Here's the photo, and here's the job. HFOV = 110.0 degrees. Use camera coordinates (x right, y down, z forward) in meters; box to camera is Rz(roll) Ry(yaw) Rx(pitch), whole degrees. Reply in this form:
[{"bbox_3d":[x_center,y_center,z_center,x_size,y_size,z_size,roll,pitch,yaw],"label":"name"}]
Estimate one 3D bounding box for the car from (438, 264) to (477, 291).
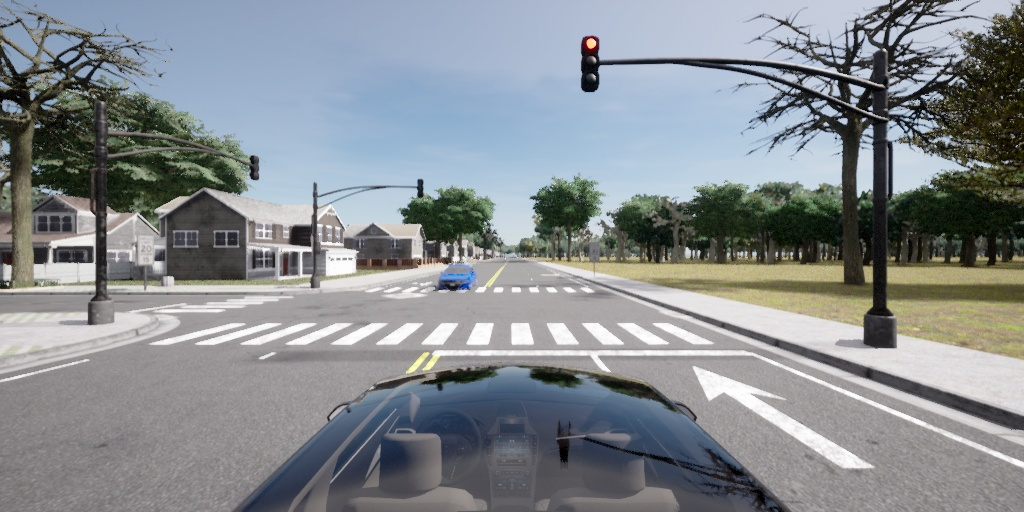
[{"bbox_3d":[-3.229,1.258,21.908,1.882,1.535,5.008,0,1,0],"label":"car"}]
